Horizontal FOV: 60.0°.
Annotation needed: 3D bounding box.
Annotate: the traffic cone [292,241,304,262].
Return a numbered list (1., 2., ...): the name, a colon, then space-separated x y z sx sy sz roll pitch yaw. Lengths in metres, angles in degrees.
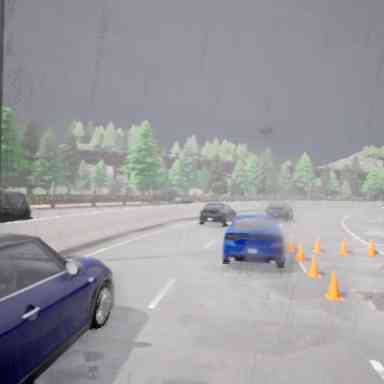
1. traffic cone: 3.711 2.057 11.319 0.340 0.580 0.340 2 0 8

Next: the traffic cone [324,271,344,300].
1. traffic cone: 3.149 2.043 7.359 0.340 0.580 0.340 2 0 8

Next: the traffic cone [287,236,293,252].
1. traffic cone: 3.993 2.064 13.299 0.340 0.580 0.340 2 0 8

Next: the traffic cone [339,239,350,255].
1. traffic cone: 5.972 2.122 13.018 0.340 0.580 0.340 2 0 8

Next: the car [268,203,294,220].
1. car: 7.668 1.698 28.970 2.128 1.511 4.902 2 0 23

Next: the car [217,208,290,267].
1. car: 2.223 1.535 11.864 1.882 1.535 5.008 2 0 12

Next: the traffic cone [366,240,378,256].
1. traffic cone: 6.962 2.151 12.877 0.340 0.580 0.340 2 0 8

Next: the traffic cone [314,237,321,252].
1. traffic cone: 4.982 2.093 13.158 0.340 0.580 0.340 2 0 8

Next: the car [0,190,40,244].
1. car: -8.534 0.965 12.598 2.150 2.045 5.566 2 0 11

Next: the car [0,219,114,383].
1. car: -2.579 1.274 4.067 2.097 1.767 4.553 2 0 6

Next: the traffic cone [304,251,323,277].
1. traffic cone: 3.430 2.050 9.339 0.340 0.580 0.340 2 0 8

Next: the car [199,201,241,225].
1. car: 1.926 1.547 23.793 1.837 1.490 4.892 1 0 18

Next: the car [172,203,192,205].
1. car: -1.758 1.447 49.230 1.812 1.442 4.674 2 0 31

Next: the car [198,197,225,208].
1. car: 2.983 1.562 50.252 1.837 1.490 4.892 1 0 33
